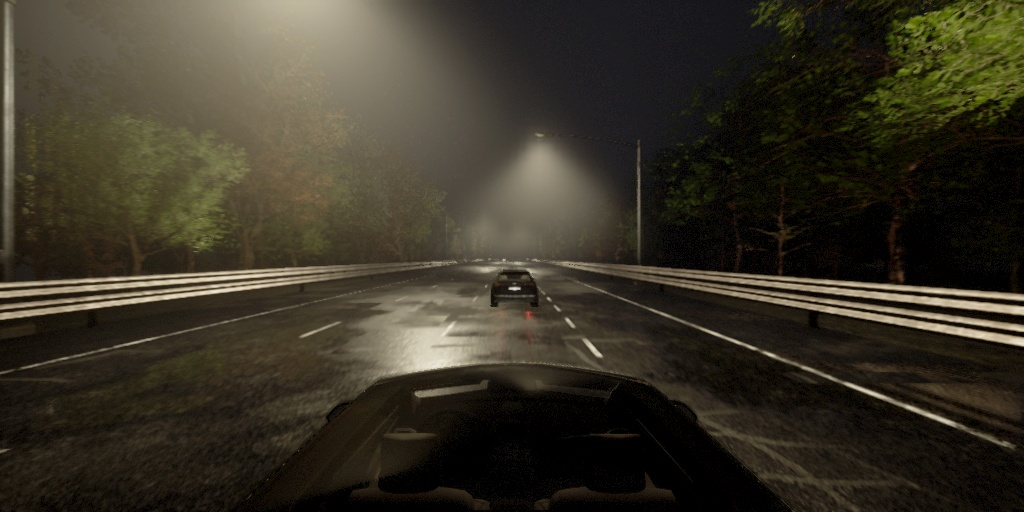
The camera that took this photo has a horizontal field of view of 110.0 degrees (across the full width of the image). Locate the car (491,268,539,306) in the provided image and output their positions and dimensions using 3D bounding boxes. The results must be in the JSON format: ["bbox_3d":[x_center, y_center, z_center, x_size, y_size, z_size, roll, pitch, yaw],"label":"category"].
[{"bbox_3d":[0.090,1.346,15.944,2.033,1.649,4.856,0,-1,0],"label":"car"}]
